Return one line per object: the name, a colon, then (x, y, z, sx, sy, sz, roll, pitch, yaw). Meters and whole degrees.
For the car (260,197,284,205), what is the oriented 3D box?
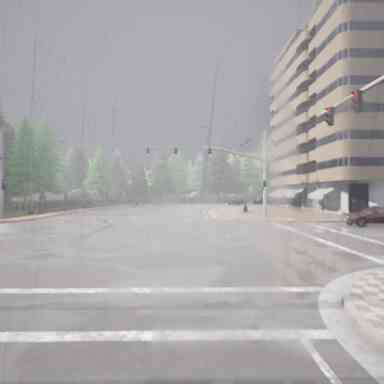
car: (17.631, 1.945, 73.352, 4.902, 1.511, 2.128, 0, 0, -23)

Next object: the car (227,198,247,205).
car: (9.090, 1.878, 67.376, 4.902, 1.511, 2.128, 0, 0, -42)

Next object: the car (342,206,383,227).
car: (13.207, 1.716, 23.730, 4.674, 1.442, 1.812, 0, 0, -1)

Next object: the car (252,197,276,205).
car: (14.311, 1.912, 67.476, 4.674, 1.442, 1.812, 0, 0, -34)
